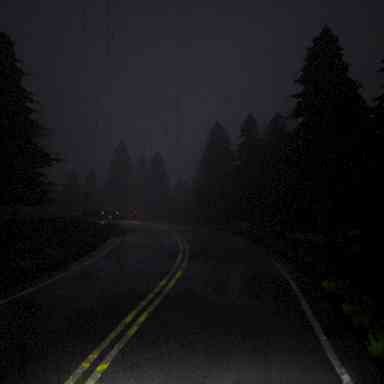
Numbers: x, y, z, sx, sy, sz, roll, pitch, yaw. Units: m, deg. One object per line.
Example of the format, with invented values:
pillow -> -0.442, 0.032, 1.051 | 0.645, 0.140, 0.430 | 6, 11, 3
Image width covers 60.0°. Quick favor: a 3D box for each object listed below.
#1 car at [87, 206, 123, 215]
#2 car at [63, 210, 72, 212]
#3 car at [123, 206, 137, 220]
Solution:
car -> -8.966, 2.100, 32.514 | 1.895, 1.301, 4.718 | 5, -6, -40
car -> -15.706, 3.042, 42.371 | 4.674, 1.442, 1.812 | -5, -8, 30
car -> -7.776, 2.308, 35.979 | 2.128, 1.511, 4.902 | 5, -7, -41
